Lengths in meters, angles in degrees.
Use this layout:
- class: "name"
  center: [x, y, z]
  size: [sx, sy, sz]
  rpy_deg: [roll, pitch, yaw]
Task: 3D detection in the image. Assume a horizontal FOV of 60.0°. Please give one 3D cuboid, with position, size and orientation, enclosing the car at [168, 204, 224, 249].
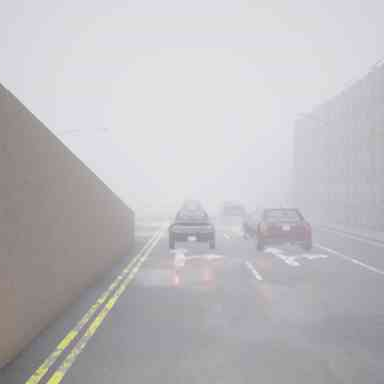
- class: "car"
  center: [0.000, 1.492, 14.485]
  size: [2.128, 1.511, 4.902]
  rpy_deg: [0, 0, 0]

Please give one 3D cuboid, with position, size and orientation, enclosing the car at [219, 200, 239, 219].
- class: "car"
  center: [3.500, 1.482, 29.485]
  size: [1.882, 1.535, 5.008]
  rpy_deg: [0, 0, 0]

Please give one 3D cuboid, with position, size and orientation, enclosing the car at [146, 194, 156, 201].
- class: "car"
  center: [-10.500, 1.347, 85.020]
  size: [2.097, 1.767, 4.553]
  rpy_deg: [0, 0, 0]

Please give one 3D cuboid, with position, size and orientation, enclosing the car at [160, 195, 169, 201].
- class: "car"
  center: [-7.000, 1.492, 84.990]
  size: [1.837, 1.490, 4.892]
  rpy_deg: [0, 0, 0]

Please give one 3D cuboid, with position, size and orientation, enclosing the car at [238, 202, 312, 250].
- class: "car"
  center: [3.500, 1.363, 14.455]
  size: [2.097, 1.767, 4.553]
  rpy_deg: [0, 0, 0]

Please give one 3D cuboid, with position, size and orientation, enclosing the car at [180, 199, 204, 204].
- class: "car"
  center: [0.000, 1.364, 29.455]
  size: [2.097, 1.767, 4.553]
  rpy_deg: [0, 0, 0]
